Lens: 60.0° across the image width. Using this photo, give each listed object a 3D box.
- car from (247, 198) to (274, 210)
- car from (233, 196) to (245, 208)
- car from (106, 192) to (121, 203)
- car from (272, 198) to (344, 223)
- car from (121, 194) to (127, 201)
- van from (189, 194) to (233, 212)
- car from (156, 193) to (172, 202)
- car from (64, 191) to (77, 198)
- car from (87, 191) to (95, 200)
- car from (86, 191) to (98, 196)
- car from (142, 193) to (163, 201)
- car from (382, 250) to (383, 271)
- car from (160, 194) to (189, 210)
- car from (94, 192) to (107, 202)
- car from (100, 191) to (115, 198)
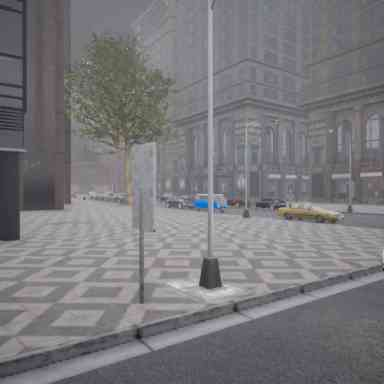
[{"bbox_3d":[8.786,1.314,38.038,1.947,1.339,4.313,1,0,-35],"label":"car"},{"bbox_3d":[5.566,1.223,42.640,1.887,1.381,4.507,1,0,-35],"label":"car"},{"bbox_3d":[-11.079,0.991,51.554,2.008,1.369,4.403,1,0,-35],"label":"car"},{"bbox_3d":[8.348,1.398,23.794,1.752,1.417,4.829,1,0,-35],"label":"car"},{"bbox_3d":[-7.761,1.050,46.813,1.752,1.417,4.829,1,0,-35],"label":"car"},{"bbox_3d":[1.809,1.090,33.142,1.690,1.788,3.998,1,0,-35],"label":"van"},{"bbox_3d":[-4.097,0.880,56.448,1.967,1.590,4.097,1,0,-35],"label":"car"},{"bbox_3d":[-27.184,0.482,74.563,1.967,1.590,4.097,1,0,-35],"label":"car"},{"bbox_3d":[-17.522,0.829,60.758,2.008,1.369,4.403,1,0,-35],"label":"car"},{"bbox_3d":[-26.647,0.470,88.658,1.802,1.307,4.206,1,0,-35],"label":"car"},{"bbox_3d":[-7.321,0.909,61.050,2.008,1.369,4.403,1,0,-35],"label":"car"},{"bbox_3d":[7.019,1.221,8.299,5.566,2.045,2.150,0,0,-35],"label":"car"},{"bbox_3d":[-1.415,1.230,37.744,2.008,1.369,4.403,1,0,-35],"label":"car"},{"bbox_3d":[-14.301,0.910,56.156,2.008,1.369,4.403,1,0,-35],"label":"car"},{"bbox_3d":[-20.204,0.586,79.455,1.887,1.381,4.507,1,0,-35],"label":"car"}]
